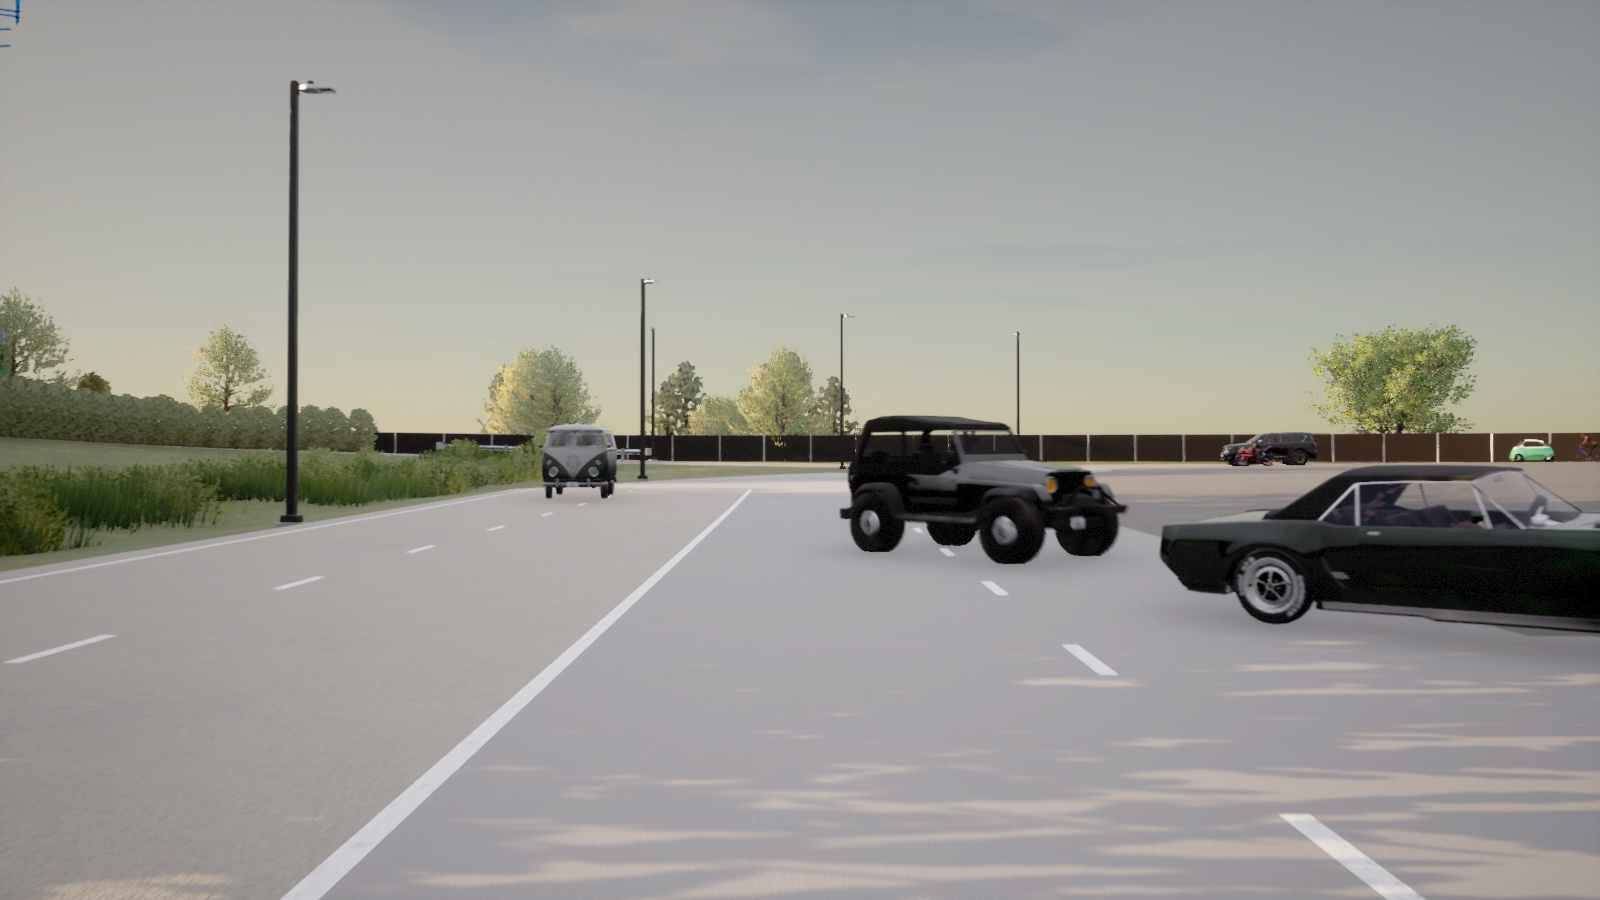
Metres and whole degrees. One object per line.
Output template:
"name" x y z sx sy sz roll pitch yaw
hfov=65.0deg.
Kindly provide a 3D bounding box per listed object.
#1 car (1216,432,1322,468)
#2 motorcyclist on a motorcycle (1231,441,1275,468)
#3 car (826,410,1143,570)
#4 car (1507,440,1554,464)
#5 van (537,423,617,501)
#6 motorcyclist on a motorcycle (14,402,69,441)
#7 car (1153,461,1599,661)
"car" 28.372 0.016 76.086 5.566 2.045 2.150 -1 -1 4
"motorcyclist on a motorcycle" 26.146 0.286 72.545 2.191 1.530 0.866 -1 -1 -1
"car" 2.366 0.457 16.822 1.905 1.878 3.866 0 0 -42
"car" 42.396 0.139 72.888 2.207 1.376 1.481 0 -1 25
"van" -6.024 0.296 34.389 1.775 1.987 4.442 0 0 -5
"motorcyclist on a motorcycle" -34.973 -1.289 57.945 0.766 1.649 2.350 0 -2 11
"car" 5.459 0.785 10.010 4.718 1.301 1.895 -1 2 44
